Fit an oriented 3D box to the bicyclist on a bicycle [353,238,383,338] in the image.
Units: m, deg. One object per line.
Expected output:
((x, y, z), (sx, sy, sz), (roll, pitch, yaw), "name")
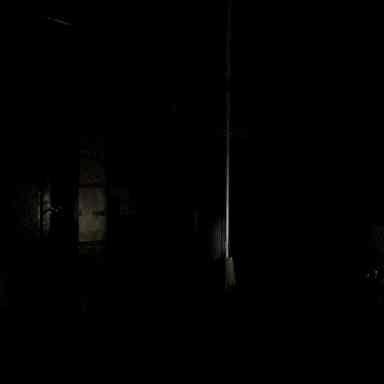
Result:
((3.118, 1.454, 4.826), (0.582, 1.620, 1.656), (0, -2, -37), "bicyclist on a bicycle")
